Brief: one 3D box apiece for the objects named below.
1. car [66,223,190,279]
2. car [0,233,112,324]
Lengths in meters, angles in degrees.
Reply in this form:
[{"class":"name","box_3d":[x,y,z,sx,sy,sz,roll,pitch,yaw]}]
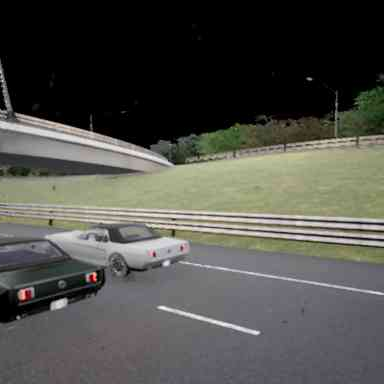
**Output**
[{"class":"car","box_3d":[-2.479,1.586,10.055,4.718,1.301,1.895,0,0,35]},{"class":"car","box_3d":[-4.028,1.587,6.861,4.718,1.301,1.895,0,0,35]}]
